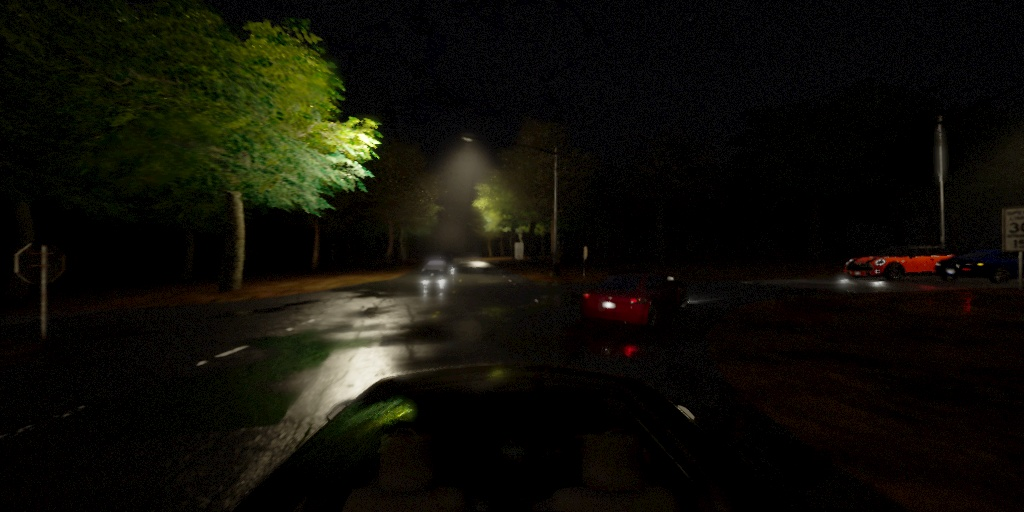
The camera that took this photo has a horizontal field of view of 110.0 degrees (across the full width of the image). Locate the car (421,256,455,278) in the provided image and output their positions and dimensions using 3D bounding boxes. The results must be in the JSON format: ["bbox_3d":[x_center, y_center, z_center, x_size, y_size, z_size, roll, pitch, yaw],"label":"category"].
[{"bbox_3d":[-6.144,0.986,29.686,2.033,1.411,5.357,0,1,-3],"label":"car"}]

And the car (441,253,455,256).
[{"bbox_3d":[-8.762,0.692,49.003,1.837,1.490,4.892,0,0,-9],"label":"car"}]

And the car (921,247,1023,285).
[{"bbox_3d":[21.050,0.408,15.455,4.674,1.442,1.812,-2,0,-3],"label":"car"}]

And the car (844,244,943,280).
[{"bbox_3d":[20.095,0.264,18.634,4.553,1.767,2.097,-2,0,-2],"label":"car"}]

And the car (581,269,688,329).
[{"bbox_3d":[3.840,1.087,10.991,1.994,1.385,4.181,1,6,40],"label":"car"}]

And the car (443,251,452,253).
[{"bbox_3d":[-11.551,0.158,64.226,2.150,2.045,5.566,0,2,-11],"label":"car"}]
